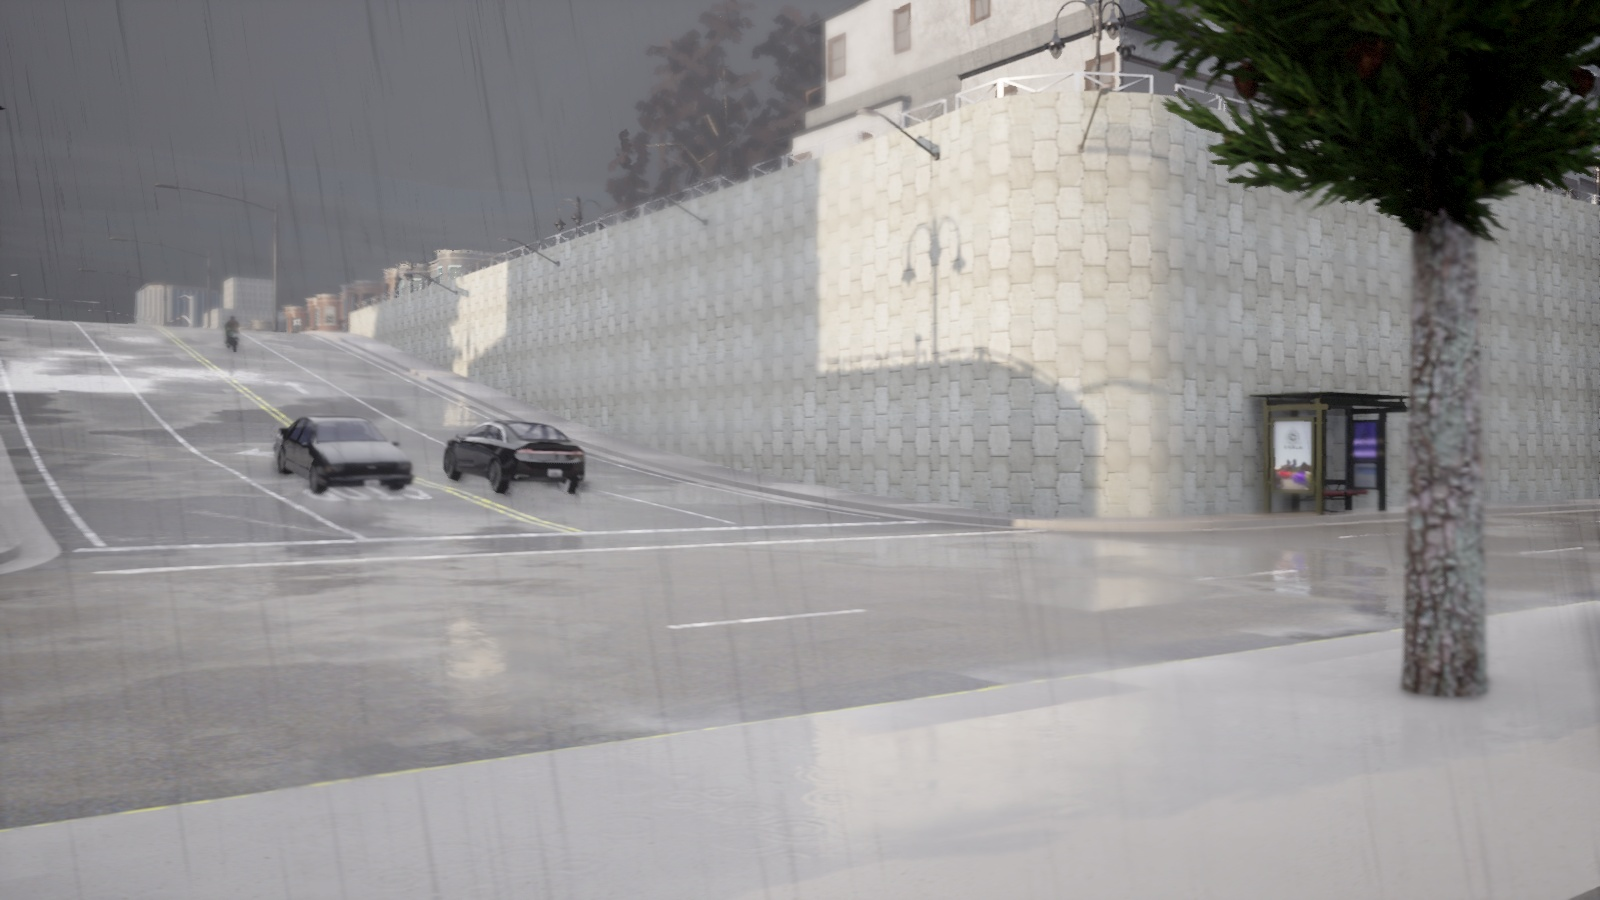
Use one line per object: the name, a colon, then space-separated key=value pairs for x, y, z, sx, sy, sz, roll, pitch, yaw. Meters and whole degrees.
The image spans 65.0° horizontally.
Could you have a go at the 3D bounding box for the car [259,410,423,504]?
car: x=-9.976 y=0.045 z=26.986 sx=2.033 sy=1.411 sz=5.357 roll=-1 pitch=7 yaw=-34

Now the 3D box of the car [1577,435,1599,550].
car: x=13.957 y=0.606 z=18.857 sx=4.611 sy=1.667 sz=2.242 roll=0 pitch=0 yaw=-35

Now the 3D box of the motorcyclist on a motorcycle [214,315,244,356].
motorcyclist on a motorcycle: x=-24.801 y=-4.990 z=54.536 sx=0.797 sy=1.523 sz=2.044 roll=0 pitch=11 yaw=-35

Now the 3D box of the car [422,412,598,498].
car: x=-6.630 y=0.060 z=28.270 sx=2.128 sy=1.511 sz=4.902 roll=2 pitch=3 yaw=-35
